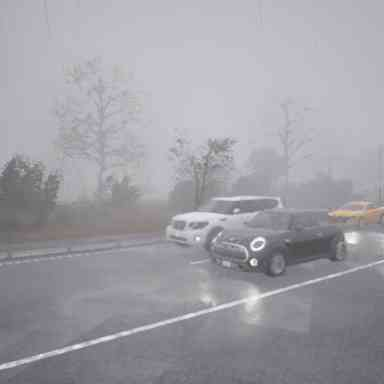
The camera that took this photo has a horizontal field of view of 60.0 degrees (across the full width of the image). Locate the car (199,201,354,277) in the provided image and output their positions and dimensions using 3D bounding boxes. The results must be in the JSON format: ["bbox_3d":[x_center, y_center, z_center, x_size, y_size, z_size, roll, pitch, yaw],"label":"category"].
[{"bbox_3d":[2.733,1.320,10.280,4.553,1.767,2.097,-1,0,-36],"label":"car"}]

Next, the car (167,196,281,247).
[{"bbox_3d":[1.664,1.187,13.824,5.566,2.045,2.150,0,0,-37],"label":"car"}]

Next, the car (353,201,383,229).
[{"bbox_3d":[10.509,1.371,21.071,5.008,1.535,1.882,-1,1,-40],"label":"car"}]
